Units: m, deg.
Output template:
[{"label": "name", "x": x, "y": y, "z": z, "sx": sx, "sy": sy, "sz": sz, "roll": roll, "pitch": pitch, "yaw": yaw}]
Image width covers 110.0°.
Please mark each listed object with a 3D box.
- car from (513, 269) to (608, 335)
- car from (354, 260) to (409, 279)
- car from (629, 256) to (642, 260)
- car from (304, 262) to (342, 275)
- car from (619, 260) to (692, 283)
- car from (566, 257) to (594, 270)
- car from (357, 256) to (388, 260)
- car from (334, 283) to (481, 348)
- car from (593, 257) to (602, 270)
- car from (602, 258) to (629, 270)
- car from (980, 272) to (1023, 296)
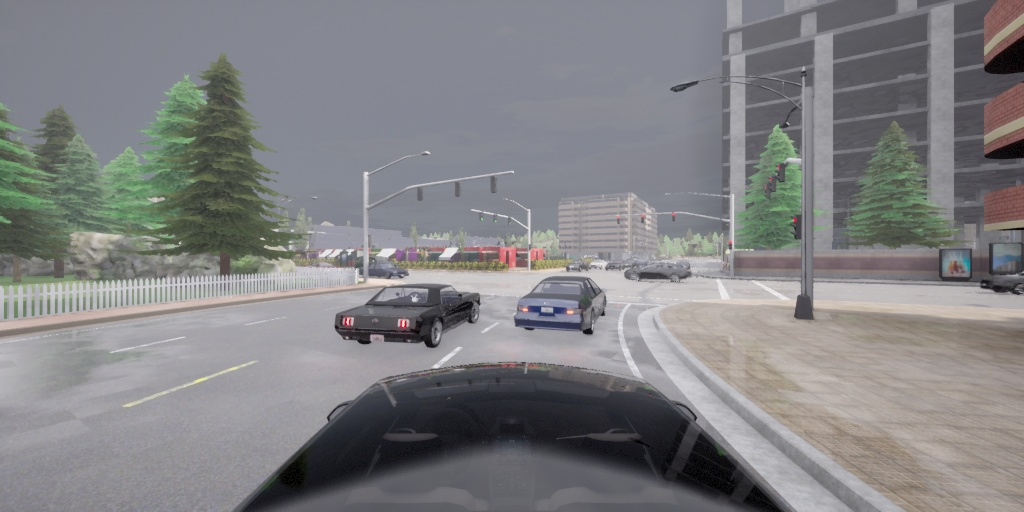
[{"label": "car", "x": 1.679, "y": 1.297, "z": 10.673, "sx": 2.033, "sy": 1.411, "sz": 5.357, "roll": 0, "pitch": 0, "yaw": 20}, {"label": "car", "x": -12.023, "y": 1.353, "z": 33.242, "sx": 5.357, "sy": 1.411, "sz": 2.033, "roll": 0, "pitch": 0, "yaw": 31}, {"label": "car", "x": 18.705, "y": 1.241, "z": 57.086, "sx": 2.128, "sy": 1.511, "sz": 4.902, "roll": 0, "pitch": 0, "yaw": 30}, {"label": "car", "x": -20.056, "y": 1.331, "z": 37.922, "sx": 4.674, "sy": 1.442, "sz": 1.812, "roll": 0, "pitch": 0, "yaw": 30}, {"label": "car", "x": 11.336, "y": 1.281, "z": 28.022, "sx": 4.902, "sy": 1.511, "sz": 2.128, "roll": 0, "pitch": 0, "yaw": 30}, {"label": "car", "x": 8.528, "y": 1.241, "z": 46.358, "sx": 2.128, "sy": 1.511, "sz": 4.902, "roll": 0, "pitch": 0, "yaw": 30}, {"label": "car", "x": -14.661, "y": 1.027, "z": 38.837, "sx": 5.566, "sy": 2.045, "sz": 2.150, "roll": 0, "pitch": 0, "yaw": 30}, {"label": "car", "x": -2.256, "y": 1.351, "z": 9.317, "sx": 1.895, "sy": 1.301, "sz": 4.718, "roll": 0, "pitch": 0, "yaw": 11}, {"label": "car", "x": 13.104, "y": 1.276, "z": 54.366, "sx": 1.812, "sy": 1.442, "sz": 4.674, "roll": 0, "pitch": 0, "yaw": 30}, {"label": "car", "x": 14.274, "y": 1.314, "z": 49.342, "sx": 1.994, "sy": 1.385, "sz": 4.181, "roll": 0, "pitch": 0, "yaw": 30}, {"label": "car", "x": 27.920, "y": 1.310, "z": 18.388, "sx": 4.892, "sy": 1.490, "sz": 1.837, "roll": 0, "pitch": 0, "yaw": 30}]
